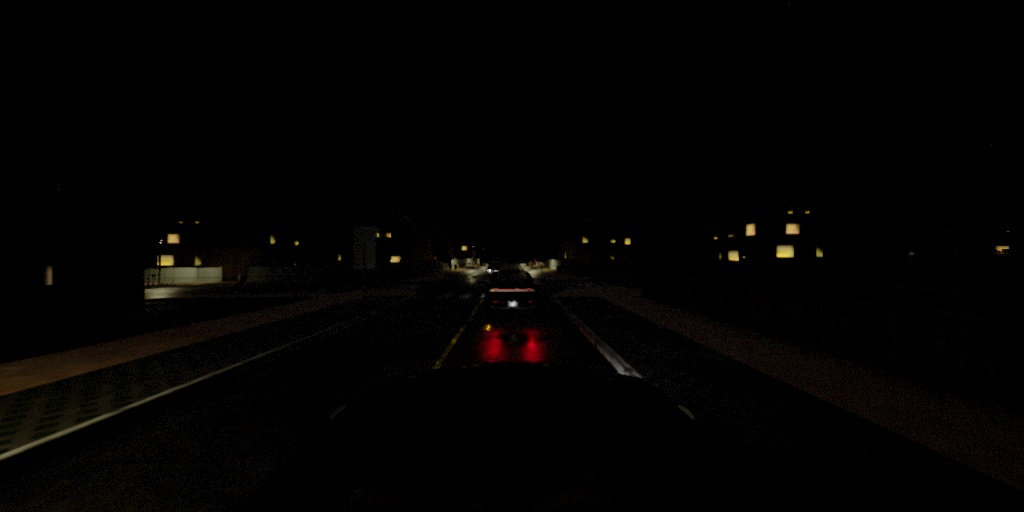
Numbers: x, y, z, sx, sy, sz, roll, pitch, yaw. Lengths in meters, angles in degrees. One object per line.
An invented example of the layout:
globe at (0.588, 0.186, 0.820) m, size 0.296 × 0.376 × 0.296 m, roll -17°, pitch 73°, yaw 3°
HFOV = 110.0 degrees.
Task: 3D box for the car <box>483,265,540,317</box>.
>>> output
car at (-0.049, 1.276, 13.430) m, size 2.128 × 1.511 × 4.902 m, roll 0°, pitch 0°, yaw -2°

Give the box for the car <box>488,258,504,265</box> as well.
car at (-2.816, 1.448, 57.178) m, size 2.033 × 1.411 × 5.357 m, roll 0°, pitch 0°, yaw 1°
